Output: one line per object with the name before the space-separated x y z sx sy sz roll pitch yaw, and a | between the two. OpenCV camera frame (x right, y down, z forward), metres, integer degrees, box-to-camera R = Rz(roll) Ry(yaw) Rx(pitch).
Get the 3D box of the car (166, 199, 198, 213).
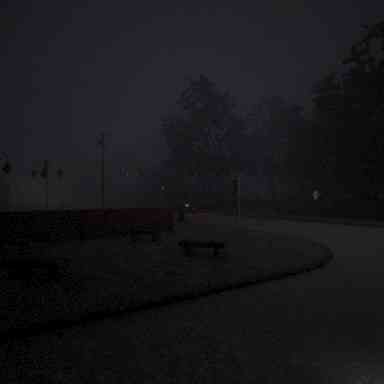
car | -1.150 1.515 35.698 1.812 1.442 4.674 0 0 -35
